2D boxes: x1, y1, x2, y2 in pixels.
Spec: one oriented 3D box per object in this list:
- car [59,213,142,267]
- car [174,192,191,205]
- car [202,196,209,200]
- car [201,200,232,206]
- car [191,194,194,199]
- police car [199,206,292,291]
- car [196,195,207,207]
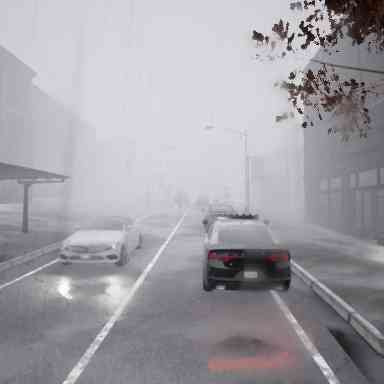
[{"bbox_3d":[-2.901,1.504,11.550,1.812,1.442,4.674,0,0,2],"label":"car"},{"bbox_3d":[-1.710,0.986,53.895,2.150,2.045,5.566,0,0,2],"label":"car"},{"bbox_3d":[1.826,1.348,25.193,1.801,1.575,5.366,0,0,2],"label":"car"},{"bbox_3d":[1.604,1.437,19.001,1.837,1.490,4.892,0,0,2],"label":"car"},{"bbox_3d":[-0.292,1.236,94.998,1.895,1.301,4.718,0,0,2],"label":"car"},{"bbox_3d":[1.245,1.412,9.108,1.930,1.638,5.238,0,0,2],"label":"police car"},{"bbox_3d":[1.569,1.392,45.902,1.895,1.301,4.718,0,0,2],"label":"car"}]
